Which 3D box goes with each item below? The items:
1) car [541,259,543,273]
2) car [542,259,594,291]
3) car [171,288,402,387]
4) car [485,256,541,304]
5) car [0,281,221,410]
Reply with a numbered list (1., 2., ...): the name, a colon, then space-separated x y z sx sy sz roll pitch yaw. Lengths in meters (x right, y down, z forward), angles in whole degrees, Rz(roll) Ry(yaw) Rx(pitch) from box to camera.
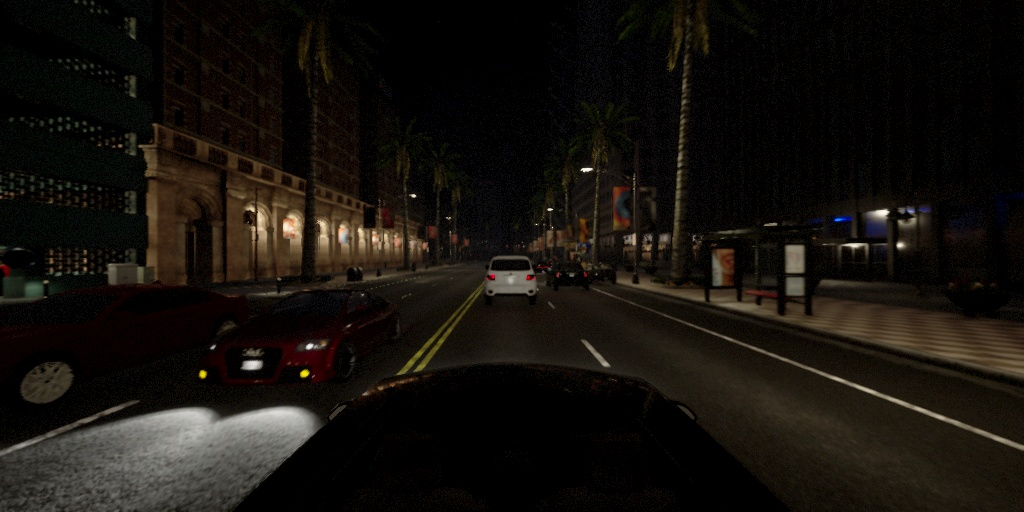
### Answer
1. car: 3.142 1.322 39.252 1.837 1.490 4.892 0 0 -1
2. car: 3.370 1.131 22.585 2.097 1.767 4.553 0 0 -2
3. car: -3.640 1.341 6.999 1.994 1.385 4.181 0 0 0
4. car: -0.079 1.005 16.747 2.150 2.045 5.566 0 0 -1
5. car: -7.136 1.268 6.394 1.882 1.535 5.008 0 0 0
